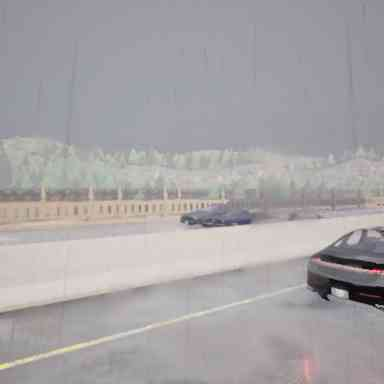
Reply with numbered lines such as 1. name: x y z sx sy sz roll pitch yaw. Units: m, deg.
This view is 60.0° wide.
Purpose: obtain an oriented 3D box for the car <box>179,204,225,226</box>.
1. car: 1.776 1.553 22.706 5.357 1.411 2.033 0 0 -37

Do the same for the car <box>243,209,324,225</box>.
1. car: 5.005 1.602 16.384 4.718 1.301 1.895 0 0 -37

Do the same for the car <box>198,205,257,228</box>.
1. car: 2.917 1.604 19.191 4.718 1.301 1.895 0 0 -37

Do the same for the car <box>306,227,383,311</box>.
1. car: 4.450 1.491 7.041 4.902 1.511 2.128 0 0 -36
